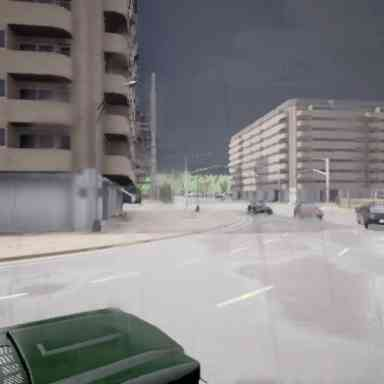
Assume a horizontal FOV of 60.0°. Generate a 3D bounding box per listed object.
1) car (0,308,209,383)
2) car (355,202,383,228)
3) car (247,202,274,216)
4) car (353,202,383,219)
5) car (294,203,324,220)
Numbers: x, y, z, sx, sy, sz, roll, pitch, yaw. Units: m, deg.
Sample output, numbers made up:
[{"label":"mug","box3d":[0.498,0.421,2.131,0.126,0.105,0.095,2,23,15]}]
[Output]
[{"label":"car","box3d":[-2.170,1.630,2.232,4.718,1.301,1.895,0,0,-36]},{"label":"car","box3d":[12.445,1.632,22.551,1.812,1.442,4.674,0,0,20]},{"label":"car","box3d":[7.312,1.776,36.101,2.033,1.411,5.357,0,0,-2]},{"label":"car","box3d":[17.940,1.699,32.494,2.033,1.411,5.357,0,0,3]},{"label":"car","box3d":[10.445,1.696,30.070,1.812,1.442,4.674,0,0,7]}]
